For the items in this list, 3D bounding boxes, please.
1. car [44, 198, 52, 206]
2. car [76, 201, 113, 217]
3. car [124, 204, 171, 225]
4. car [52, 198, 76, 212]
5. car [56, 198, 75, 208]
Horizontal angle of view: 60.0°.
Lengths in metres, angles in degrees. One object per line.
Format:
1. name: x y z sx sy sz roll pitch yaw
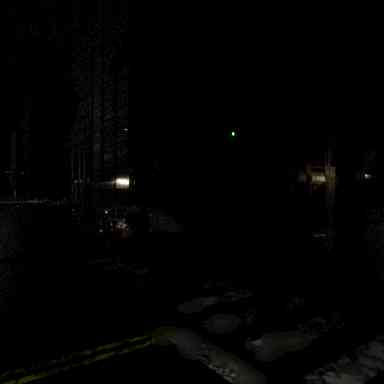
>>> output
1. car: -26.467 1.803 62.431 2.128 1.511 4.902 1 -1 -36
2. car: -9.327 1.620 32.701 2.128 1.511 4.902 1 -1 -35
3. car: -3.386 1.608 24.331 1.812 1.442 4.674 1 -1 -37
4. car: -15.469 1.724 41.395 2.033 1.411 5.357 1 -1 -34
5. car: -20.676 1.790 54.255 1.812 1.442 4.674 1 -1 -35
